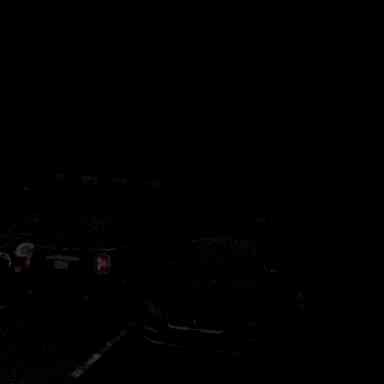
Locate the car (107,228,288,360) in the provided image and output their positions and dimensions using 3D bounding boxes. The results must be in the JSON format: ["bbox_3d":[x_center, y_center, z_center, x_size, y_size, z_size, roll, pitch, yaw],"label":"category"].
[{"bbox_3d":[0.674,1.494,6.362,2.231,1.521,4.892,0,-1,16],"label":"car"}]

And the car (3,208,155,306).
[{"bbox_3d":[-1.799,1.374,8.086,2.185,1.767,4.553,0,-1,15],"label":"car"}]

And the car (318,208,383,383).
[{"bbox_3d":[3.129,1.235,4.631,2.435,2.045,5.566,0,-1,16],"label":"car"}]

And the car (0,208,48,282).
[{"bbox_3d":[-4.235,1.382,9.902,2.185,1.767,4.553,0,-1,16],"label":"car"}]
